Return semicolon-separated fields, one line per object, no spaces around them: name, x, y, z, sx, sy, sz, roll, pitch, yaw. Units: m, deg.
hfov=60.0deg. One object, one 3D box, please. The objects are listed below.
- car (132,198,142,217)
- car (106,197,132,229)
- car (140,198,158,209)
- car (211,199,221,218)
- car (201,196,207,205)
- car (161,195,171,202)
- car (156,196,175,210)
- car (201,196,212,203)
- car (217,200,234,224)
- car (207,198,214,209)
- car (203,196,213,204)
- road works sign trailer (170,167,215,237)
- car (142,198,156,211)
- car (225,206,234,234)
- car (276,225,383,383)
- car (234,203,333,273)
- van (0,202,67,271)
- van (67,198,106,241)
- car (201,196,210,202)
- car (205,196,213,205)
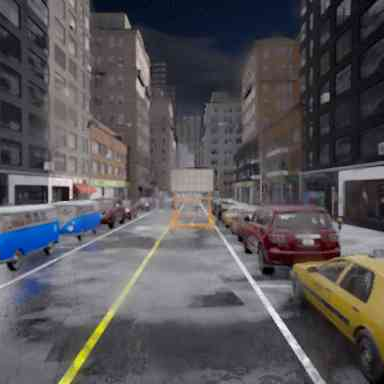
car;-5.665;1.411;27.309;1.967;1.590;4.097;-1;0;0
car;-5.669;1.293;21.724;2.192;1.841;5.009;-1;0;0
car;-5.656;1.531;44.067;1.802;1.307;4.206;-1;0;0
car;2.871;1.538;27.306;1.947;1.339;4.313;-1;0;0
car;2.890;1.483;55.235;2.008;1.369;4.403;-1;0;0
car;-5.644;1.445;71.995;1.887;1.381;4.507;-1;0;0
car;-3.070;1.478;41.587;1.812;1.442;4.674;0;0;0
car;2.897;1.478;66.407;1.947;1.339;4.313;-1;0;0
car;2.867;1.504;21.890;1.752;1.417;4.829;-1;0;0
car;2.875;1.531;32.891;1.947;1.339;4.313;-1;0;0
car;2.893;1.447;60.990;1.752;1.417;4.829;-1;0;0
road works sign trailer;0.015;0.447;17.964;2.380;3.560;2.880;0;0;0
car;-5.661;1.397;38.480;1.967;1.590;4.097;-1;0;0
car;2.864;1.567;16.134;1.802;1.307;4.206;-1;0;0
car;2.856;1.521;5.132;1.752;1.417;4.829;-1;0;0
car;2.857;1.306;10.548;2.192;1.841;5.009;-1;0;0
van;-5.674;1.331;10.552;1.690;1.788;3.998;-1;0;0
van;-5.671;1.325;16.138;1.690;1.788;3.998;-1;0;0
car;2.901;1.483;71.993;1.802;1.307;4.206;-1;0;0
car;2.878;1.508;38.477;2.008;1.369;4.403;-1;0;0
